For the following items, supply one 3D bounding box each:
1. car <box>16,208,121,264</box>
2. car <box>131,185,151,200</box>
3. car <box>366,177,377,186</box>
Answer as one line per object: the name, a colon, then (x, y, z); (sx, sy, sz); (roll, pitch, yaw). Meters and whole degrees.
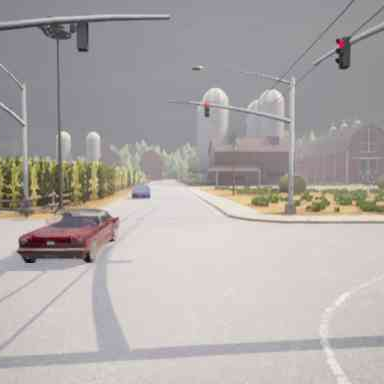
car: (-3.655, 1.250, 10.713); (1.895, 1.301, 4.718); (0, 3, -1)
car: (-5.371, -0.012, 35.483); (1.882, 1.535, 5.008); (0, 4, -5)
car: (42.184, -2.406, 77.738); (1.905, 1.878, 3.866); (10, 10, 41)
